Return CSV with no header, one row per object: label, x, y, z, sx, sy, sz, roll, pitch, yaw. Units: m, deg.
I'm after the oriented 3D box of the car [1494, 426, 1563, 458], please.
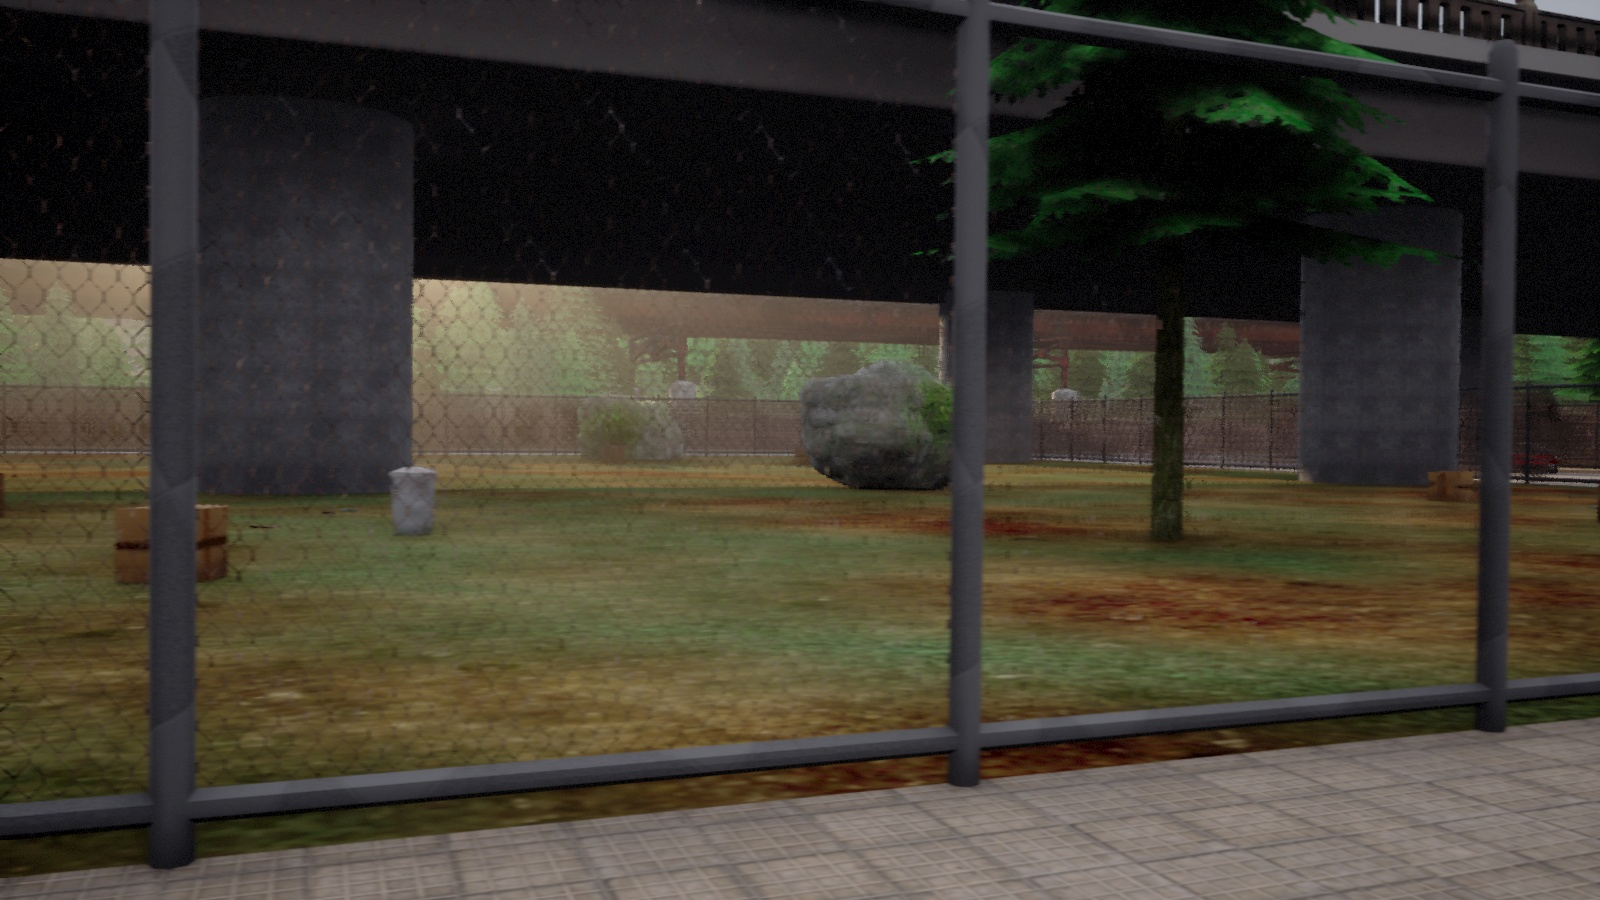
car,32.426,-0.352,55.906,1.481,1.376,2.207,-1,1,-21
